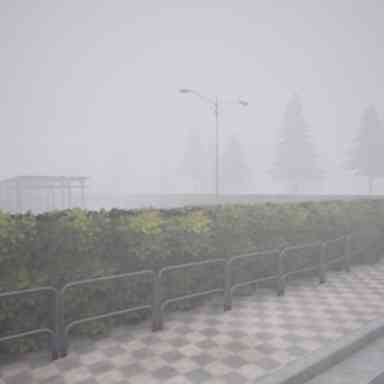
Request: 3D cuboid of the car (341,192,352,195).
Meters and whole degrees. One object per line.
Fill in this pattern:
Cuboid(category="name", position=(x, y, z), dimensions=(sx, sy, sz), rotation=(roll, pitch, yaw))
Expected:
Cuboid(category="car", position=(39.423, 0.828, 84.911), dimensions=(2.097, 1.767, 4.553), rotation=(0, 0, 5))
